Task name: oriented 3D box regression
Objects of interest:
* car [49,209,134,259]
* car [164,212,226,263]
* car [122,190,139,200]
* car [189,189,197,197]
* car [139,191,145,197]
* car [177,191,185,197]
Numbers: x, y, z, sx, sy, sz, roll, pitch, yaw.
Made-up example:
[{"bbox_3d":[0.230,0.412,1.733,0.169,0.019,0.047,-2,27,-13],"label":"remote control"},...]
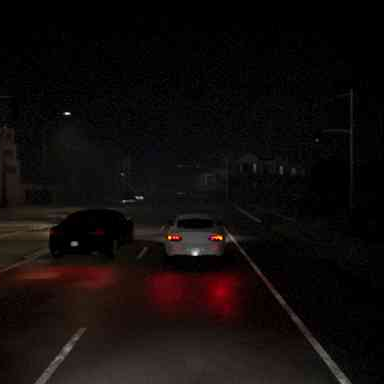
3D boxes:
[{"bbox_3d":[-3.385,1.338,12.110,1.882,1.535,5.008,0,0,1],"label":"car"},{"bbox_3d":[0.109,1.396,11.311,1.812,1.442,4.674,0,0,1],"label":"car"},{"bbox_3d":[-13.748,0.611,72.619,2.150,2.045,5.566,0,2,0],"label":"car"},{"bbox_3d":[0.320,0.247,92.430,2.150,2.045,5.566,0,0,0],"label":"car"},{"bbox_3d":[-13.694,0.564,88.497,2.128,1.511,4.902,0,1,0],"label":"car"},{"bbox_3d":[-3.181,0.541,92.410,2.128,1.511,4.902,0,0,0],"label":"car"}]
